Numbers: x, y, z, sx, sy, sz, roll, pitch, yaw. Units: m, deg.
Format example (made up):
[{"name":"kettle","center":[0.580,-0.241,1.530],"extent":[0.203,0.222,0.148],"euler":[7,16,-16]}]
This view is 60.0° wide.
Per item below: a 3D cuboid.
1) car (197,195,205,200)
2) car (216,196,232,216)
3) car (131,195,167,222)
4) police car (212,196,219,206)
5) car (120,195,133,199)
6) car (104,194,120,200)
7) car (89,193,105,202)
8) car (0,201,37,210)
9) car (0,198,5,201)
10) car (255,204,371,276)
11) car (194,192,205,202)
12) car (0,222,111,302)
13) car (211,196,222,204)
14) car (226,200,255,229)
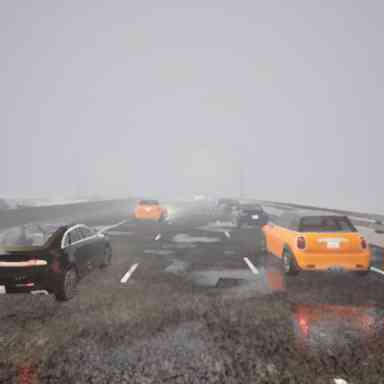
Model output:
[{"name":"car","center":[2.475,1.431,91.750],"extent":[1.994,1.385,4.181],"euler":[0,0,3]},{"name":"car","center":[3.824,1.459,32.330],"extent":[2.163,1.488,4.792],"euler":[0,0,1]},{"name":"car","center":[-3.175,1.311,26.239],"extent":[2.097,1.767,4.553],"euler":[0,0,1]},{"name":"police car","center":[4.073,1.376,43.330],"extent":[1.930,1.638,5.238],"euler":[0,0,1]},{"name":"car","center":[-12.618,1.329,68.165],"extent":[2.097,1.767,4.553],"euler":[0,0,2]},{"name":"car","center":[-16.083,1.499,69.118],"extent":[2.128,1.511,4.902],"euler":[0,0,2]},{"name":"car","center":[-19.581,1.198,69.241],"extent":[2.150,2.045,5.566],"euler":[0,0,2]},{"name":"car","center":[-13.866,1.558,26.885],"extent":[1.895,1.301,4.718],"euler":[0,0,1]},{"name":"car","center":[-17.341,1.307,28.031],"extent":[2.097,1.767,4.553],"euler":[0,0,1]},{"name":"car","center":[3.537,1.332,10.426],"extent":[2.097,1.767,4.553],"euler":[0,0,0]},{"name":"car","center":[1.630,1.097,74.327],"extent":[2.150,2.045,5.566],"euler":[0,0,3]},{"name":"car","center":[-3.367,1.474,8.191],"extent":[2.128,1.511,4.902],"euler":[0,0,0]},{"name":"car","center":[4.772,1.523,65.054],"extent":[2.033,1.411,5.357],"euler":[0,0,2]},{"name":"car","center":[3.645,1.469,21.408],"extent":[2.163,1.488,4.792],"euler":[0,0,1]}]
